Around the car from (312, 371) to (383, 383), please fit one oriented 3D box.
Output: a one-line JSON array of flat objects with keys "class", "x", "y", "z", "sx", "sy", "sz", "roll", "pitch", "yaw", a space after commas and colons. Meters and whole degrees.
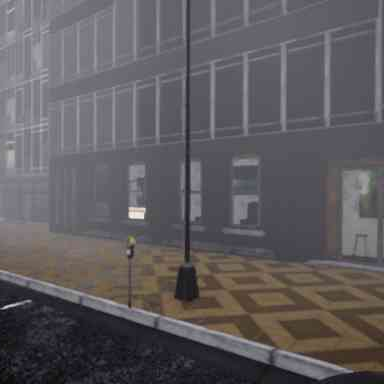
[{"class": "car", "x": 2.431, "y": 1.553, "z": 1.135, "sx": 4.403, "sy": 1.369, "sz": 2.008, "roll": 0, "pitch": 0, "yaw": 36}]
